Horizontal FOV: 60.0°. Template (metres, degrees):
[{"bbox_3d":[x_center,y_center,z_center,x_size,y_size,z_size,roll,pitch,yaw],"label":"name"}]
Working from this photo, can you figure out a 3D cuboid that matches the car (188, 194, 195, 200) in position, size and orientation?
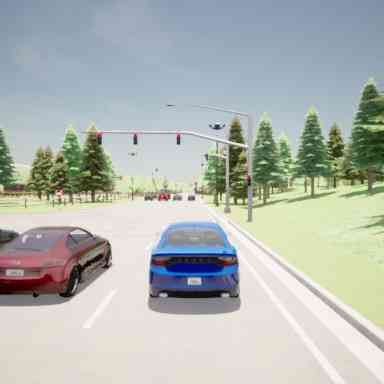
[{"bbox_3d":[-0.158,1.384,92.873,1.994,1.385,4.181,0,0,0],"label":"car"}]

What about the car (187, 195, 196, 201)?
[{"bbox_3d":[-0.140,1.469,82.453,1.882,1.535,5.008,0,0,0],"label":"car"}]

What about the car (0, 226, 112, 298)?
[{"bbox_3d":[-3.451,1.564,8.578,1.994,1.385,4.181,0,0,1],"label":"car"}]

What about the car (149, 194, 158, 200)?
[{"bbox_3d":[-10.658,1.332,92.855,1.837,1.490,4.892,0,0,0],"label":"car"}]

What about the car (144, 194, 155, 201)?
[{"bbox_3d":[-10.640,1.491,82.435,1.837,1.490,4.892,0,0,0],"label":"car"}]

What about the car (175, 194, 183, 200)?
[{"bbox_3d":[-3.658,1.384,92.867,1.994,1.385,4.181,0,0,0],"label":"car"}]

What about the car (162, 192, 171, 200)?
[{"bbox_3d":[-7.158,1.057,92.891,2.150,2.045,5.566,0,0,0],"label":"car"}]

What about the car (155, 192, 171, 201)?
[{"bbox_3d":[-7.141,1.216,82.471,2.150,2.045,5.566,0,0,0],"label":"car"}]

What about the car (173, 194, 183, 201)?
[{"bbox_3d":[-3.641,1.346,82.800,2.097,1.767,4.553,0,0,0],"label":"car"}]

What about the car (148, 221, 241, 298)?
[{"bbox_3d":[0.055,1.478,8.550,1.882,1.535,5.008,0,0,0],"label":"car"}]
